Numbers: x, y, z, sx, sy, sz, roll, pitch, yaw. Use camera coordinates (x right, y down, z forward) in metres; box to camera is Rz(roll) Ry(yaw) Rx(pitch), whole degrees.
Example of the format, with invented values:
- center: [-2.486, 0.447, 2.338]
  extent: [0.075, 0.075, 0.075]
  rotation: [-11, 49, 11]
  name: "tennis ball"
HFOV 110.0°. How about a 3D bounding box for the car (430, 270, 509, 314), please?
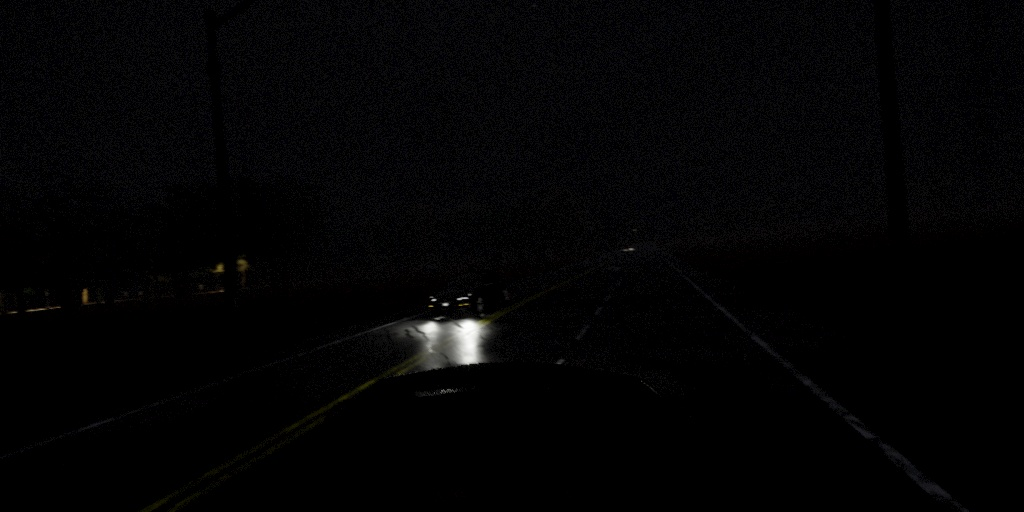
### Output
- center: [-1.587, 1.390, 14.887]
  extent: [1.837, 1.490, 4.892]
  rotation: [-5, 0, 19]
  name: "car"
